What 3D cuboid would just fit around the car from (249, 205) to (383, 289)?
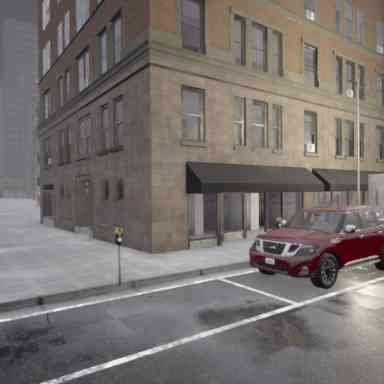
[{"bbox_3d":[3.881,1.313,9.324,5.009,1.841,2.192,0,-1,-36],"label":"car"}]
